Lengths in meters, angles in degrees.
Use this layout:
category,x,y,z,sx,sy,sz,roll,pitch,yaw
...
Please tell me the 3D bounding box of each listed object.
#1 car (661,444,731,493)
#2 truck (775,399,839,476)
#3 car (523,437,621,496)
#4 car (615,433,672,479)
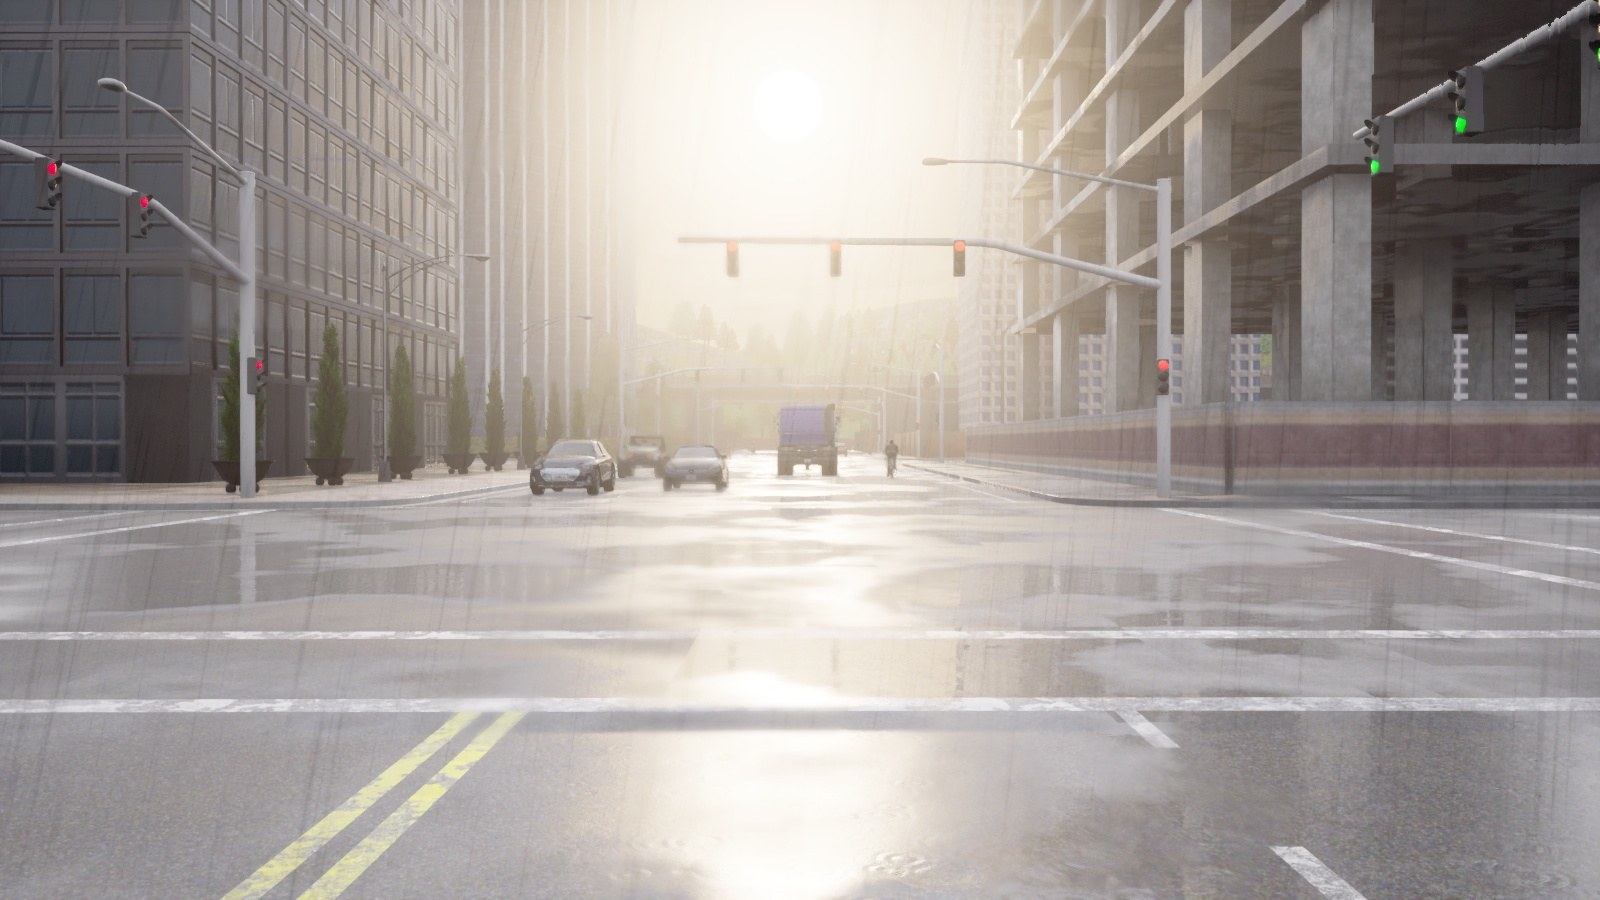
category,x,y,z,sx,sy,sz,roll,pitch,yaw
car,-3.261,0.543,40.083,1.812,1.442,4.674,0,0,0
truck,0.355,-0.579,60.855,2.891,3.462,7.936,0,0,0
car,-6.774,0.457,37.851,2.033,1.649,4.856,0,0,0
car,-6.683,0.232,53.964,1.905,1.878,3.866,0,0,1
